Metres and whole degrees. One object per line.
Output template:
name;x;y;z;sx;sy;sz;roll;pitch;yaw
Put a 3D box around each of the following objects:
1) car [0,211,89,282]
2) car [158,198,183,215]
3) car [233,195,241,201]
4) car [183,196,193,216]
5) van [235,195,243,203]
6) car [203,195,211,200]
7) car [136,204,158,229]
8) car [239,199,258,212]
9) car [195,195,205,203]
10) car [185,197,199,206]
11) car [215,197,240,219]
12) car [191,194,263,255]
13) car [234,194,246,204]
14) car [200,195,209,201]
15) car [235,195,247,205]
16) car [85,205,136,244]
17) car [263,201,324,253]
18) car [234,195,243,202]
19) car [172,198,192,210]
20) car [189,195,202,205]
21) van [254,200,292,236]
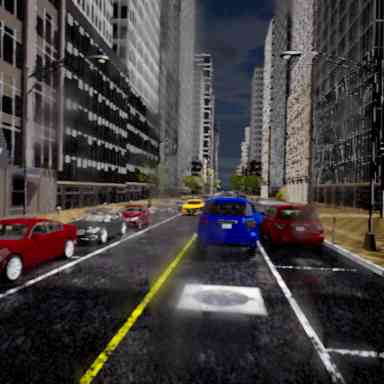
car;-4.860;1.421;9.401;1.887;1.381;4.507;1;0;6
car;-2.420;1.462;32.004;2.008;1.369;4.403;1;0;6
car;12.622;1.638;93.264;1.967;1.590;4.097;1;0;6
car;0.243;1.451;32.209;1.882;1.535;5.008;1;0;6
van;10.794;1.516;76.311;1.690;1.788;3.998;1;0;6
car;4.291;1.552;94.163;2.008;1.369;4.403;1;0;6
car;-3.640;1.476;20.703;1.802;1.307;4.206;1;0;6
car;7.130;1.676;42.406;2.008;1.369;4.403;1;0;6
car;1.833;1.495;71.391;1.752;1.417;4.829;1;0;6
car;0.020;1.527;54.607;1.802;1.307;4.206;1;0;6
car;3.329;1.399;31.203;2.097;1.767;4.553;1;0;6
car;1.439;1.240;13.686;2.150;2.045;5.566;1;0;6
car;10.184;1.482;70.661;2.192;1.841;5.009;1;0;6
car;3.070;1.552;82.862;1.947;1.339;4.313;1;0;6
car;9.574;1.474;65.009;2.192;1.841;5.009;1;0;6
car;-4.251;1.436;15.052;2.008;1.369;4.403;1;0;6
car;4.083;1.397;14.152;2.192;1.841;5.009;1;0;6
car;11.402;1.623;81.962;1.967;1.590;4.097;1;0;6
car;-1.200;1.479;43.305;2.008;1.369;4.403;1;0;6
car;0.632;1.394;60.258;1.967;1.590;4.097;1;0;6
van;4.693;1.432;19.803;1.690;1.788;3.998;1;0;6
